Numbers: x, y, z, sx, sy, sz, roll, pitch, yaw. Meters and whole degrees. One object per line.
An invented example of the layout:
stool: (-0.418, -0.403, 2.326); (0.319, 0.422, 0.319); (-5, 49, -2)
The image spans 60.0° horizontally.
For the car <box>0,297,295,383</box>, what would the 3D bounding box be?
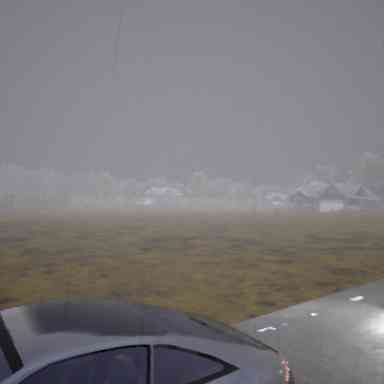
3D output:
car: (-1.141, 1.576, 2.231); (4.181, 1.385, 1.994); (1, -1, -36)
